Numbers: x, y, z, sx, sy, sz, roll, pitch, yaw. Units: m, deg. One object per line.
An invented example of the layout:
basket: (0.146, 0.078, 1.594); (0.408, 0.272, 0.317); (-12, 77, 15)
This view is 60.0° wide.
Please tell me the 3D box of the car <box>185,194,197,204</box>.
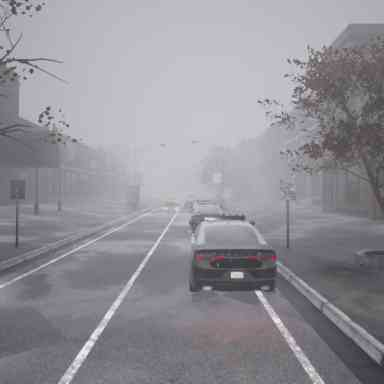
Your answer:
car: (-0.150, 1.257, 59.816); (2.097, 1.767, 4.553); (0, 0, 0)

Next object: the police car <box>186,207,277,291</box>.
police car: (0.879, 1.426, 9.116); (1.930, 1.638, 5.238); (0, 0, 0)

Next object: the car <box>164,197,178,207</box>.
car: (-3.128, 1.441, 50.717); (1.882, 1.535, 5.008); (0, 0, 0)

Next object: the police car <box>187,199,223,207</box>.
police car: (0.853, 1.428, 19.117); (1.930, 1.638, 5.238); (0, 0, 0)

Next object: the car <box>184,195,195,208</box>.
car: (-0.101, 1.507, 46.698); (1.812, 1.442, 4.674); (0, 0, 0)

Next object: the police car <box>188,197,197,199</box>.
police car: (0.838, 1.428, 25.117); (1.930, 1.638, 5.238); (0, 0, 0)
